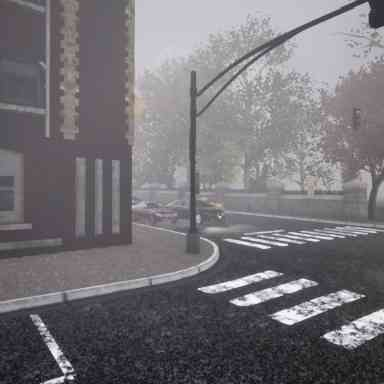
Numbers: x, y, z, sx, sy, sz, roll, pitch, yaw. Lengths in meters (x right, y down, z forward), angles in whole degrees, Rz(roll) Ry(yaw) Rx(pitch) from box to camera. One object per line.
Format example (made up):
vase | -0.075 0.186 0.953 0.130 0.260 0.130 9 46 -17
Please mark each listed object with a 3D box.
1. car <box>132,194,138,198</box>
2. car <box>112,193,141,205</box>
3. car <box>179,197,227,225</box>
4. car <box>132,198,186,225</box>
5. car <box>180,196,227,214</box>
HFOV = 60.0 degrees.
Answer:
car | -5.688 1.029 29.833 1.837 1.490 4.892 0 1 -36
car | -8.681 0.864 43.876 2.008 1.369 4.403 1 0 -36
car | 0.164 1.208 21.687 1.837 1.490 4.892 0 1 -39
car | -2.503 1.257 21.022 1.802 1.307 4.206 2 0 -36
car | 0.950 1.130 30.551 1.752 1.417 4.829 1 0 -36
